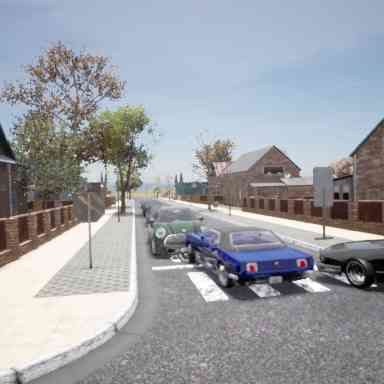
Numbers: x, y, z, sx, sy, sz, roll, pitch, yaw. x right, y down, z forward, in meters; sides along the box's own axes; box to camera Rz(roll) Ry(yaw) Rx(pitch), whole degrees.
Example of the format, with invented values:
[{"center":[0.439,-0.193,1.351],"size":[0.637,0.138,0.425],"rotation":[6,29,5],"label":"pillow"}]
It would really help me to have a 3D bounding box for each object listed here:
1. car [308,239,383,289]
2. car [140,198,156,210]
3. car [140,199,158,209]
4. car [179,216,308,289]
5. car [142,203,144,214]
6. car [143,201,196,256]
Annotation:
[{"center":[5.558,1.433,7.069],"size":[5.357,1.411,2.033],"rotation":[-1,0,41],"label":"car"},{"center":[-6.358,1.654,47.300],"size":[2.033,1.411,5.357],"rotation":[-2,0,-10],"label":"car"},{"center":[-4.080,1.557,33.855],"size":[1.882,1.535,5.008],"rotation":[-2,0,-10],"label":"car"},{"center":[1.201,1.598,9.310],"size":[1.895,1.301,4.718],"rotation":[-1,1,-16],"label":"car"},{"center":[-2.272,1.621,23.472],"size":[1.994,1.385,4.181],"rotation":[-2,0,-10],"label":"car"},{"center":[-0.665,1.396,13.470],"size":[2.097,1.767,4.553],"rotation":[-2,0,-11],"label":"car"}]
